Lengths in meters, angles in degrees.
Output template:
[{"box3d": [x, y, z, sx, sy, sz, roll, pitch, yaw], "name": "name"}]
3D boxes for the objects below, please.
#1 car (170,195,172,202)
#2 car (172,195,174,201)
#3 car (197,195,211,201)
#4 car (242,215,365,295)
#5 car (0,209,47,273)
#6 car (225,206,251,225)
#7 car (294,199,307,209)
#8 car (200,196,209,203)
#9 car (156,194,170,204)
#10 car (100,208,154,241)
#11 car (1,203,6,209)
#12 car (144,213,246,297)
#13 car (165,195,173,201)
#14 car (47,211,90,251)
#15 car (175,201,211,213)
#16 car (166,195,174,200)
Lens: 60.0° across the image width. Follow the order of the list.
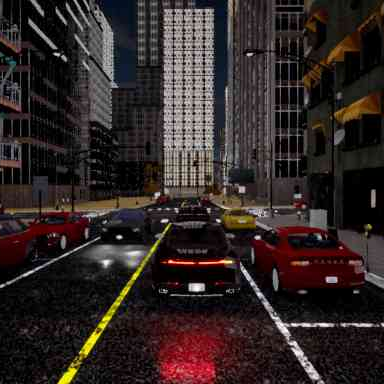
[{"box3d": [-5.831, 1.310, 68.707, 2.192, 1.841, 5.009, -1, 0, 0], "name": "car"}, {"box3d": [-5.842, 1.311, 74.266, 2.192, 1.841, 5.009, -1, 0, 0], "name": "car"}, {"box3d": [2.561, 1.435, 63.161, 1.967, 1.590, 4.097, -1, 0, 0], "name": "car"}, {"box3d": [2.666, 1.543, 8.589, 1.887, 1.381, 4.507, -1, 0, 0], "name": "car"}, {"box3d": [-5.716, 1.439, 8.586, 1.967, 1.590, 4.097, -1, 0, 0], "name": "car"}, {"box3d": [2.644, 1.522, 19.805, 1.752, 1.417, 4.829, -1, 0, 0], "name": "car"}, {"box3d": [14.178, 1.254, 38.782, 4.507, 1.381, 1.887, -1, 1, -1], "name": "car"}, {"box3d": [2.551, 1.520, 68.891, 1.752, 1.417, 4.829, -1, 0, 0], "name": "car"}, {"box3d": [-5.818, 1.540, 63.147, 1.887, 1.381, 4.507, -1, 0, 0], "name": "car"}, {"box3d": [-3.078, 1.545, 16.858, 2.033, 1.411, 5.357, 0, 0, 1], "name": "car"}, {"box3d": [-23.921, 1.744, 38.386, 4.097, 1.590, 1.967, -1, 1, -1], "name": "car"}, {"box3d": [0.082, 1.503, 8.518, 1.837, 1.490, 4.892, 0, 0, 0], "name": "car"}, {"box3d": [-5.861, 1.521, 85.215, 1.752, 1.417, 4.829, -1, 0, 0], "name": "car"}, {"box3d": [-5.725, 1.542, 14.110, 1.887, 1.381, 4.507, -1, 0, 0], "name": "car"}, {"box3d": [0.061, 1.475, 18.791, 1.882, 1.535, 5.008, 0, 0, 0], "name": "car"}, {"box3d": [-5.871, 1.541, 90.944, 1.887, 1.381, 4.507, -1, 0, 0], "name": "car"}]
